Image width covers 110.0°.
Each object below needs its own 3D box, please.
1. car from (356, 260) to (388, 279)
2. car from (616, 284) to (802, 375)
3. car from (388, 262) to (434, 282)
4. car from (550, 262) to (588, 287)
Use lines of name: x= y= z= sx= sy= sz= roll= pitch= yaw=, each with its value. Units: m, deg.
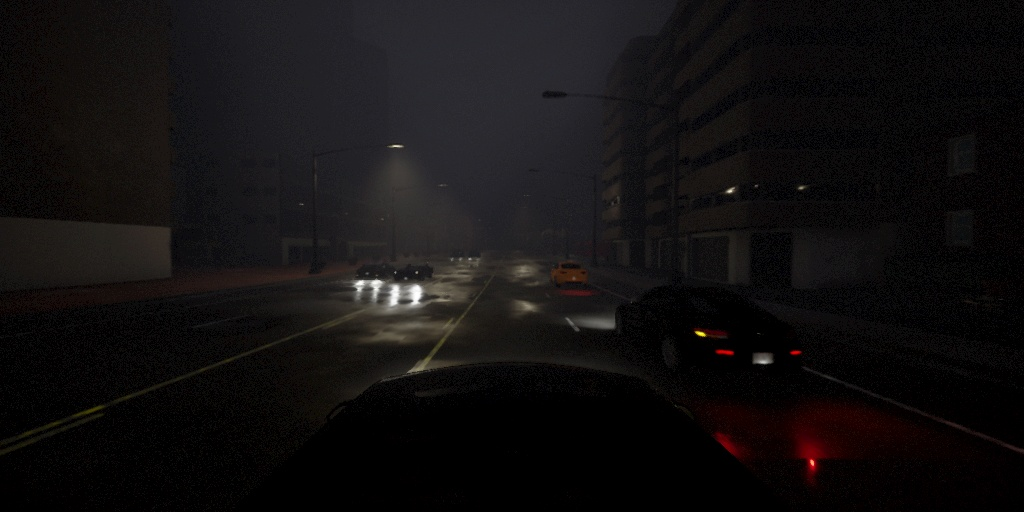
car: x=-10.574 y=1.038 z=28.148 sx=1.994 sy=1.385 sz=4.181 roll=0 pitch=1 yaw=0
car: x=3.596 y=1.297 z=7.431 sx=1.812 sy=1.442 sz=4.674 roll=0 pitch=0 yaw=0
car: x=-7.081 y=1.135 z=26.122 sx=1.895 sy=1.301 sz=4.718 roll=0 pitch=1 yaw=0
car: x=3.610 y=1.104 z=23.340 sx=1.882 sy=1.535 sz=5.008 roll=0 pitch=1 yaw=0
